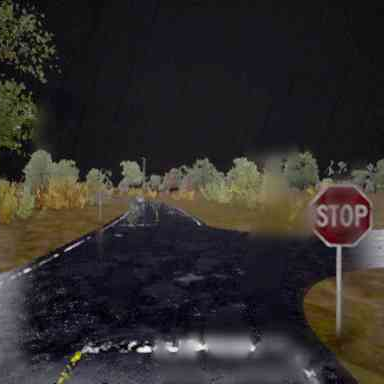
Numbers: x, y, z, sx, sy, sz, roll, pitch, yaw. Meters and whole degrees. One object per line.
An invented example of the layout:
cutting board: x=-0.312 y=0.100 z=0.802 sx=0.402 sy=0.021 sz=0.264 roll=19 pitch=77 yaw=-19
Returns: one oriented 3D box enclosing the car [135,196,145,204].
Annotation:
car: x=-9.687 y=1.418 z=61.697 sx=2.128 sy=1.511 sz=4.902 roll=0 pitch=0 yaw=-11
